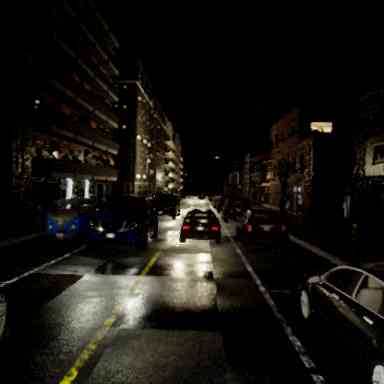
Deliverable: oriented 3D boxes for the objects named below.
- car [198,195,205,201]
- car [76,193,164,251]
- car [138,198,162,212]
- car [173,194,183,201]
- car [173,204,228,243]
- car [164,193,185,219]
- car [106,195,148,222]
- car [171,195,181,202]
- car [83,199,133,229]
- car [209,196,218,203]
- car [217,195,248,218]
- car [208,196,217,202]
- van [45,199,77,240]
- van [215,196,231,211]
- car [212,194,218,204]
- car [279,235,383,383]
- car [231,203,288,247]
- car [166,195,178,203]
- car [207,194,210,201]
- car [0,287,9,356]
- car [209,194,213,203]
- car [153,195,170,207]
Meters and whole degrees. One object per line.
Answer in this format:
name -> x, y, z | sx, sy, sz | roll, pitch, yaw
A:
car -> 2.645, 1.516, 90.366 | 1.837, 1.490, 4.892 | 1, 0, 2
car -> -2.730, 1.156, 14.233 | 2.150, 2.045, 5.566 | 1, 0, 2
car -> -4.655, 1.432, 37.197 | 2.008, 1.369, 4.403 | 0, 0, 2
car -> -3.365, 1.329, 80.217 | 1.967, 1.590, 4.097 | 0, 0, 2
car -> 0.421, 1.552, 16.196 | 2.033, 1.411, 5.357 | 1, 0, 2
car -> -2.239, 1.151, 28.630 | 2.150, 2.045, 5.566 | 1, 1, 5
car -> -4.978, 1.192, 26.388 | 2.192, 1.841, 5.009 | 0, 0, 2
car -> -3.538, 1.414, 74.470 | 1.752, 1.417, 4.829 | 0, 0, 2
car -> -5.140, 1.316, 20.983 | 1.967, 1.590, 4.097 | 0, 0, 2
car -> 4.810, 1.645, 74.440 | 1.947, 1.339, 4.313 | 0, 0, 2
car -> 3.396, 1.384, 26.130 | 2.192, 1.841, 5.009 | 0, 0, 2
car -> 4.976, 1.645, 80.017 | 1.947, 1.339, 4.313 | 0, 0, 2
van -> -5.302, 1.215, 15.578 | 1.690, 1.788, 3.998 | 0, 0, 2
van -> 3.881, 1.415, 42.344 | 1.690, 1.788, 3.998 | 0, 0, 2
car -> 3.719, 1.388, 36.939 | 2.192, 1.841, 5.009 | 0, 0, 2
car -> 2.748, 1.612, 4.511 | 2.008, 1.369, 4.403 | 0, 0, 2
car -> 3.071, 1.505, 15.320 | 1.967, 1.590, 4.097 | 0, 0, 2
car -> -3.845, 1.327, 64.221 | 1.967, 1.590, 4.097 | 0, 0, 2
car -> 4.676, 1.639, 68.870 | 2.008, 1.369, 4.403 | 0, 0, 2
car -> -3.107, 1.420, 1.913 | 2.128, 1.511, 4.902 | 1, 0, 2
car -> 4.043, 1.390, 47.749 | 2.192, 1.841, 5.009 | 0, 0, 2
car -> -4.331, 1.324, 48.006 | 1.967, 1.590, 4.097 | 0, 0, 2
